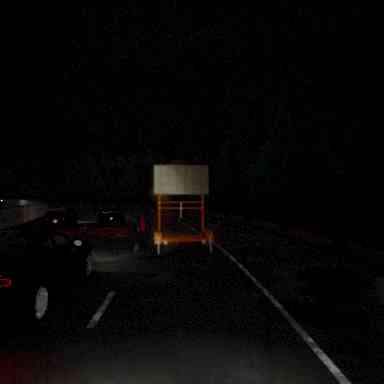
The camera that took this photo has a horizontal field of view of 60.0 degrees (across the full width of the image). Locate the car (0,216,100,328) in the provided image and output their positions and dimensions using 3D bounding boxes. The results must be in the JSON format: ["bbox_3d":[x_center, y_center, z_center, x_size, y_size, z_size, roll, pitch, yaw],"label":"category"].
[{"bbox_3d":[-3.616,1.532,7.197,1.882,1.535,5.008,0,0,-2],"label":"car"}]

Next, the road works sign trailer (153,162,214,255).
[{"bbox_3d":[-0.469,0.553,13.967,2.380,3.560,2.880,0,0,-9],"label":"road works sign trailer"}]

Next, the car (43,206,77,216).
[{"bbox_3d":[-9.347,1.697,23.758,1.812,1.442,4.674,0,0,-12],"label":"car"}]

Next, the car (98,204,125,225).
[{"bbox_3d":[-6.242,1.668,25.817,2.128,1.511,4.902,0,0,-13],"label":"car"}]

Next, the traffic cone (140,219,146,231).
[{"bbox_3d":[-3.023,2.092,20.641,0.340,0.580,0.340,0,0,-9],"label":"traffic cone"}]
